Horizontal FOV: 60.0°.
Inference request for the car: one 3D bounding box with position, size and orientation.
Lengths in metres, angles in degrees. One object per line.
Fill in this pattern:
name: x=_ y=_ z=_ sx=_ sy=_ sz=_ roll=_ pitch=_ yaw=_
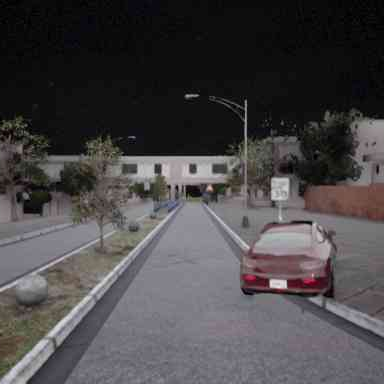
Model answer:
car: x=2.450 y=1.408 z=8.077 sx=1.812 sy=1.442 sz=4.674 roll=-4 pitch=0 yaw=23
